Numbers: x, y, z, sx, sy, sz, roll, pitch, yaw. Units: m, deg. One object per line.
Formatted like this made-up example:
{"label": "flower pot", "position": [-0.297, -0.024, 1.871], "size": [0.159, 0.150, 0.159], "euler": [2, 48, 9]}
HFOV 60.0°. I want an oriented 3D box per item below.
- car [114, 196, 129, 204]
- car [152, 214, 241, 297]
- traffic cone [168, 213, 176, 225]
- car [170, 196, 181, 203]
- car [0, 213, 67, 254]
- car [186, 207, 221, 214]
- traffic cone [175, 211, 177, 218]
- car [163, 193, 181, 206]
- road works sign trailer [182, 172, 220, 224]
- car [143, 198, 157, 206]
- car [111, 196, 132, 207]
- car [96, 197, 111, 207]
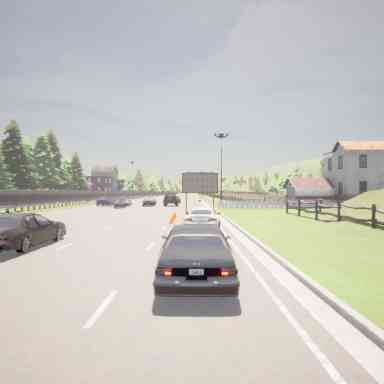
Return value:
{"label": "car", "position": [-13.812, 1.564, 65.397], "size": [1.994, 1.385, 4.181], "euler": [0, 0, 0]}
{"label": "car", "position": [0.109, 1.547, 8.742], "size": [2.033, 1.411, 5.357], "euler": [0, 0, 1]}
{"label": "traffic cone", "position": [-1.457, 1.955, 23.098], "size": [0.340, 0.580, 0.340], "euler": [0, 0, 0]}
{"label": "car", "position": [-3.308, 1.564, 68.494], "size": [1.994, 1.385, 4.181], "euler": [0, 0, 0]}
{"label": "car", "position": [-6.883, 1.547, 13.362], "size": [2.033, 1.411, 5.357], "euler": [0, 0, 0]}
{"label": "car", "position": [0.595, 1.538, 18.414], "size": [1.812, 1.442, 4.674], "euler": [0, -1, 5]}
{"label": "traffic cone", "position": [-1.454, 1.955, 25.098], "size": [0.340, 0.580, 0.340], "euler": [0, 0, 0]}
{"label": "car", "position": [-3.329, 1.221, 53.279], "size": [2.150, 2.045, 5.566], "euler": [0, 0, 0]}
{"label": "road works sign trailer", "position": [0.517, 0.464, 22.027], "size": [2.380, 3.560, 2.880], "euler": [0, 0, -5]}
{"label": "car", "position": [-6.828, 1.600, 54.310], "size": [1.895, 1.301, 4.718], "euler": [0, 0, 0]}
{"label": "car", "position": [-10.334, 1.601, 50.397], "size": [1.895, 1.301, 4.718], "euler": [0, 0, 0]}
{"label": "car", "position": [-13.830, 1.526, 52.789], "size": [1.812, 1.442, 4.674], "euler": [0, 0, 0]}
